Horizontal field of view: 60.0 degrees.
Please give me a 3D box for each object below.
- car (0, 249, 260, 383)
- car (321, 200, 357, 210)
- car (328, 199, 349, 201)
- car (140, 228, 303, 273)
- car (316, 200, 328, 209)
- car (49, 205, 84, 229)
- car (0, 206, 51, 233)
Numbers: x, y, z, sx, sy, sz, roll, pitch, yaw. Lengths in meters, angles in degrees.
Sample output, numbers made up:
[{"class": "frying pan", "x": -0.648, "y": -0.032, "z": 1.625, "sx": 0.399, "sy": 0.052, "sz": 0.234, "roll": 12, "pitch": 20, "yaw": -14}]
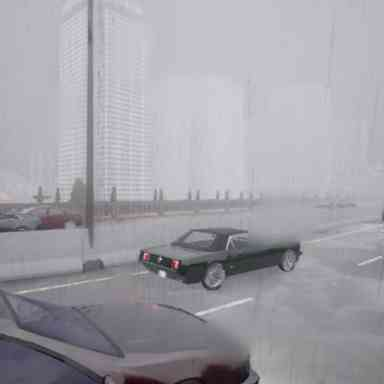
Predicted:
[{"class": "car", "x": -1.936, "y": 1.557, "z": 2.459, "sx": 5.357, "sy": 1.411, "sz": 2.033, "roll": 0, "pitch": 0, "yaw": -36}, {"class": "car", "x": 15.181, "y": 1.789, "z": 33.603, "sx": 1.895, "sy": 1.301, "sz": 4.718, "roll": 0, "pitch": 0, "yaw": 43}, {"class": "car", "x": 20.557, "y": 1.742, "z": 44.559, "sx": 2.128, "sy": 1.511, "sz": 4.902, "roll": 0, "pitch": 0, "yaw": 43}, {"class": "car", "x": 1.027, "y": 1.649, "z": 9.208, "sx": 4.718, "sy": 1.301, "sz": 1.895, "roll": 0, "pitch": 0, "yaw": -39}, {"class": "car", "x": 20.288, "y": 1.821, "z": 49.412, "sx": 2.033, "sy": 1.411, "sz": 5.357, "roll": 0, "pitch": 0, "yaw": 43}, {"class": "car", "x": -8.920, "y": 1.562, "z": 19.406, "sx": 5.008, "sy": 1.535, "sz": 1.882, "roll": 0, "pitch": 0, "yaw": -39}, {"class": "car", "x": -9.254, "y": 1.553, "z": 14.750, "sx": 4.902, "sy": 1.511, "sz": 2.128, "roll": 0, "pitch": 0, "yaw": -37}]
